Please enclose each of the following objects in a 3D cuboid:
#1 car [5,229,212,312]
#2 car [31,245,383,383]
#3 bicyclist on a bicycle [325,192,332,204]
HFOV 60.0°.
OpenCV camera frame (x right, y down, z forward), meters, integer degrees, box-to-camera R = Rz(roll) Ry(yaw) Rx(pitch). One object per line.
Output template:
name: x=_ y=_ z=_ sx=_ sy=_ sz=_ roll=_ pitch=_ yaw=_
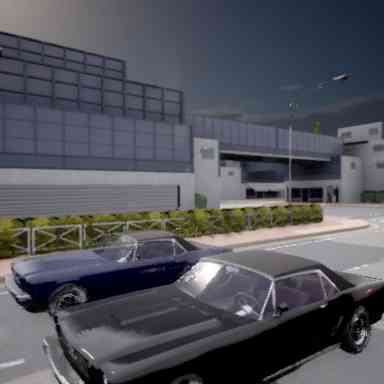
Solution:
car: x=-1.387 y=1.563 z=7.296 sx=4.718 sy=1.301 sz=1.895 roll=-1 pitch=1 yaw=-35
car: x=0.649 y=1.563 z=4.449 sx=4.718 sy=1.301 sz=1.895 roll=-1 pitch=1 yaw=-35
bicyclist on a bicycle: x=17.939 y=0.801 z=43.671 sx=1.656 sy=1.620 sz=0.582 roll=-1 pitch=1 yaw=-36
